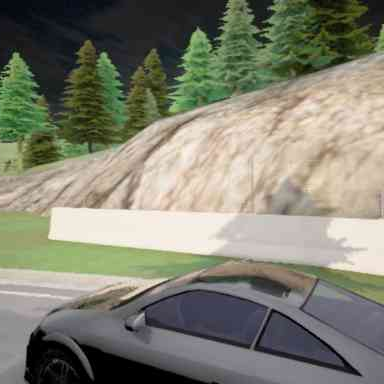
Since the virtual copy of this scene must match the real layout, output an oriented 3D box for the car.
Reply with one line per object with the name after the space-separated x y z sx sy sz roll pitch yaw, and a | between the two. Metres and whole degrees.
0.286 1.462 3.404 4.181 1.385 1.994 0 2 28 | car
